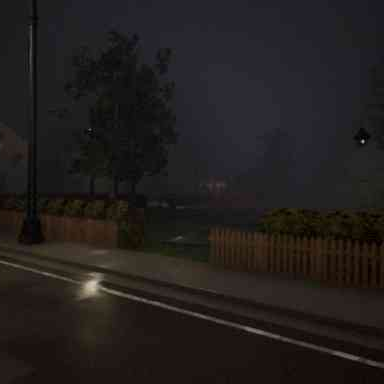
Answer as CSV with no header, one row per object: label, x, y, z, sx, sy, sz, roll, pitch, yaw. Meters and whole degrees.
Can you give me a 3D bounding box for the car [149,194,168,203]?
car,-5.663,1.120,59.861,1.812,1.442,4.674,1,0,35
